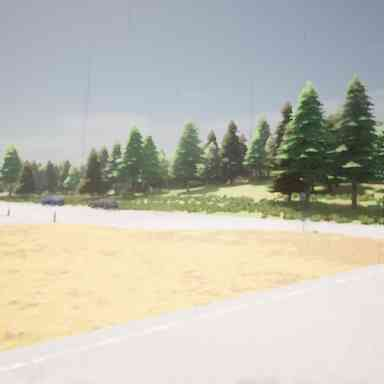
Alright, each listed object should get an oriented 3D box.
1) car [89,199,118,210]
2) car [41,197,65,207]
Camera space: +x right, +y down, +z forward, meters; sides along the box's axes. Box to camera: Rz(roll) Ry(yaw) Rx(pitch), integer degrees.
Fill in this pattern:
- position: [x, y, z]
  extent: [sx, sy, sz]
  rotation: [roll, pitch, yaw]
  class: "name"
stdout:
- position: [-12.239, 1.697, 46.038]
  extent: [4.902, 1.511, 2.128]
  rotation: [1, -1, 38]
  class: "car"
- position: [-22.541, 1.557, 53.996]
  extent: [5.008, 1.535, 1.882]
  rotation: [1, -1, 38]
  class: "car"
